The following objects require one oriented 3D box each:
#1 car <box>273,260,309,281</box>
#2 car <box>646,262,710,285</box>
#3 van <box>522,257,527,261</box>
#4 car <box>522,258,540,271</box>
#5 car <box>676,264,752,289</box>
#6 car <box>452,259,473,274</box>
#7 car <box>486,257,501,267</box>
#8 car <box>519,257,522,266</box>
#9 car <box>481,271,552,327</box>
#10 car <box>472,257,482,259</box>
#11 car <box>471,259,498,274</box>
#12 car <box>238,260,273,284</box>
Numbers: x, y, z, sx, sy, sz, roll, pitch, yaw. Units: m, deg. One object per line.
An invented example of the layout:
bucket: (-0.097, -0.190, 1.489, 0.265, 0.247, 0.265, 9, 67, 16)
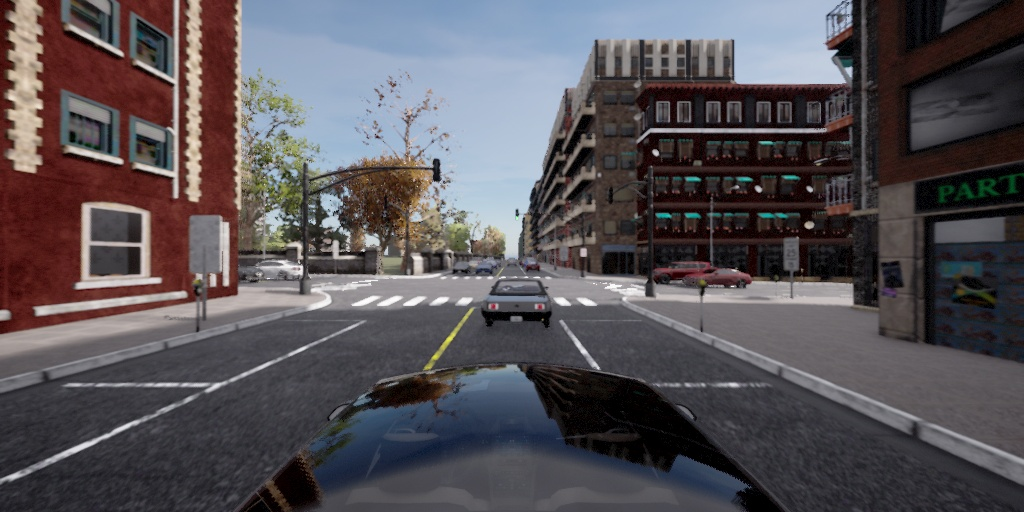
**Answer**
car: (-17.212, 1.006, 25.805, 4.674, 1.442, 1.812, 1, 0, 0)
car: (13.451, 1.356, 28.699, 5.009, 1.841, 2.192, 0, 0, -1)
van: (2.695, 1.121, 52.301, 1.690, 1.789, 3.998, 0, 0, 0)
car: (2.694, 1.319, 46.670, 1.888, 1.381, 4.507, 0, 0, 0)
car: (14.894, 1.583, 26.117, 4.674, 1.442, 1.812, 1, 0, -2)
car: (-5.687, 1.334, 41.041, 1.948, 1.339, 4.313, 0, 0, 0)
car: (-3.073, 1.308, 52.919, 1.812, 1.442, 4.674, 0, 0, 0)
car: (2.695, 1.237, 63.561, 1.967, 1.591, 4.097, 0, 0, 0)
car: (0.263, 1.352, 11.582, 1.895, 1.301, 4.718, 0, 0, 4)
car: (-5.686, 1.306, 52.132, 1.751, 1.417, 4.829, 0, 0, 0)
car: (-3.091, 1.316, 41.155, 2.033, 1.411, 5.357, 0, 0, 0)
car: (-18.307, 0.953, 22.610, 4.892, 1.490, 1.837, 1, 0, -1)
